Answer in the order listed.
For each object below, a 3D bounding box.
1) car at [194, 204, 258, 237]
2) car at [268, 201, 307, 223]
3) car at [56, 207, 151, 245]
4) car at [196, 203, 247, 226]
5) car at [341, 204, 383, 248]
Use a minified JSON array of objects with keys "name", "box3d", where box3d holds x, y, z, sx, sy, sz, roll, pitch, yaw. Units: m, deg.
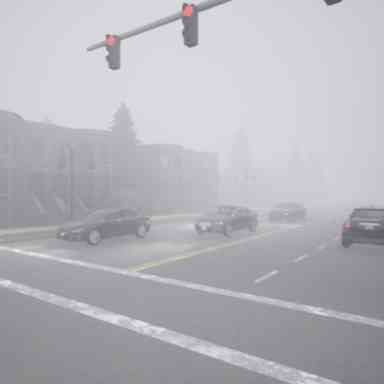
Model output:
[{"name":"car","box3d":[1.981,1.511,18.278,2.128,1.511,4.902,0,0,35]},{"name":"car","box3d":[7.603,1.538,26.322,1.837,1.490,4.892,0,0,35]},{"name":"car","box3d":[-4.009,1.516,15.793,1.837,1.490,4.892,0,0,35]},{"name":"car","box3d":[2.274,1.591,24.814,1.994,1.385,4.181,0,0,35]},{"name":"car","box3d":[7.961,1.374,14.375,2.097,1.767,4.553,0,0,35]}]
